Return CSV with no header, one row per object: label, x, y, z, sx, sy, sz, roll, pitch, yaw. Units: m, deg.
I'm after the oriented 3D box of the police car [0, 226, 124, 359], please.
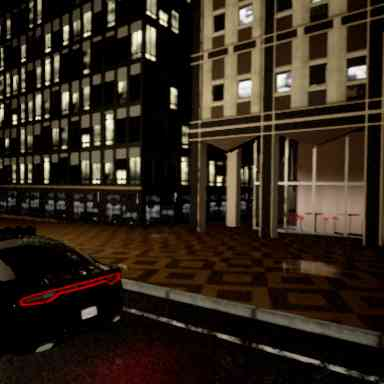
police car,-3.514,1.468,6.072,5.238,1.638,1.930,-1,0,36
